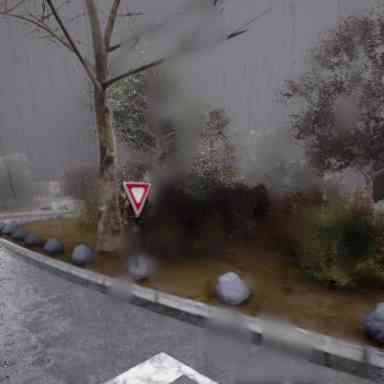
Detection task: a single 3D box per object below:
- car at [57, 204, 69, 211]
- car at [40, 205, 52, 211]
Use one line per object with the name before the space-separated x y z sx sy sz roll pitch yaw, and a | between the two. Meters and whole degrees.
car | -26.974 3.191 69.690 1.812 1.442 4.674 0 -1 -18
car | -30.025 3.285 68.566 1.895 1.301 4.718 0 -1 -18
